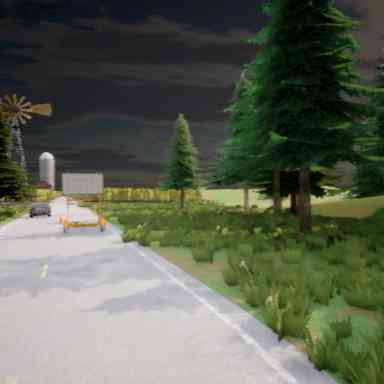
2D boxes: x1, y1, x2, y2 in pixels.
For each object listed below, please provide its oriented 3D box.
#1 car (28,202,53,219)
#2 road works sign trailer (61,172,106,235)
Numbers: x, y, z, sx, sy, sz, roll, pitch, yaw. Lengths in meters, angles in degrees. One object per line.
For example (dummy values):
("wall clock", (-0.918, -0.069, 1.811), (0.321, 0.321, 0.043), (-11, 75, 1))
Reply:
("car", (-15.085, 1.783, 33.329), (1.837, 1.490, 4.892), (-1, 0, -21))
("road works sign trailer", (-6.481, 0.577, 19.880), (2.380, 3.560, 2.880), (-1, 0, -21))
